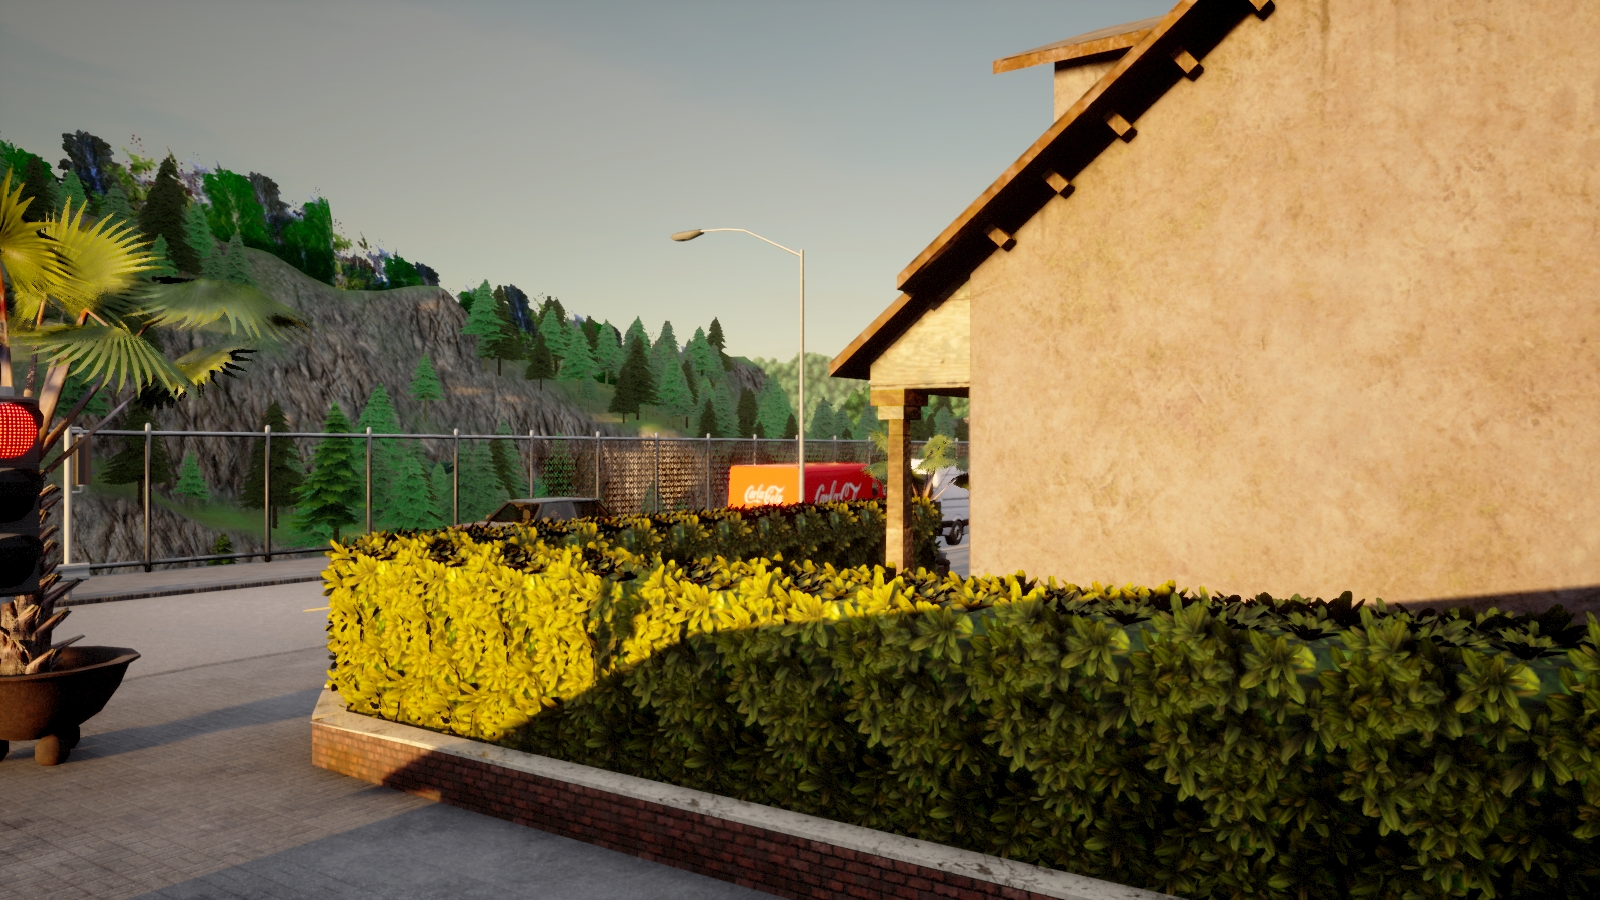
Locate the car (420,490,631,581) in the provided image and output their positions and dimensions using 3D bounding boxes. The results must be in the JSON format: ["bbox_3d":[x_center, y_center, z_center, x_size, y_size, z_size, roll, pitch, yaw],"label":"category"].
[{"bbox_3d":[-6.312,1.906,26.765,2.097,1.767,4.553,0,0,35],"label":"car"}]

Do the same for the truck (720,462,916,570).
[{"bbox_3d":[0.584,1.568,29.600,2.627,2.467,5.204,0,0,35],"label":"truck"}]
